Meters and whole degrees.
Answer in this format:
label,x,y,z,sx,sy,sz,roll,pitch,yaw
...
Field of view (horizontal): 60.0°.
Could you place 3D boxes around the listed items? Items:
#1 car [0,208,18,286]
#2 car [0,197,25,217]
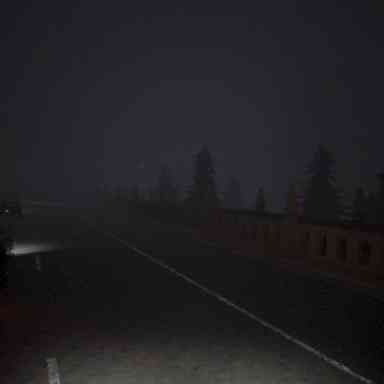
label,x,y,z,sx,sy,sz,roll,pitch,yaw
car,-5.670,1.352,8.481,1.837,1.490,4.892,2,0,-26
car,-14.262,1.123,25.995,2.128,1.511,4.902,2,0,-26
